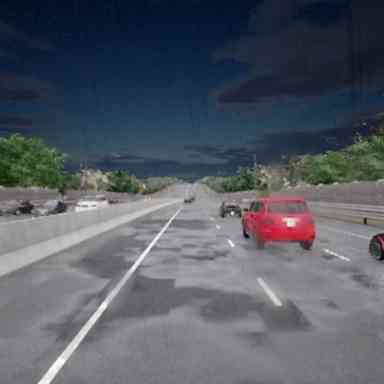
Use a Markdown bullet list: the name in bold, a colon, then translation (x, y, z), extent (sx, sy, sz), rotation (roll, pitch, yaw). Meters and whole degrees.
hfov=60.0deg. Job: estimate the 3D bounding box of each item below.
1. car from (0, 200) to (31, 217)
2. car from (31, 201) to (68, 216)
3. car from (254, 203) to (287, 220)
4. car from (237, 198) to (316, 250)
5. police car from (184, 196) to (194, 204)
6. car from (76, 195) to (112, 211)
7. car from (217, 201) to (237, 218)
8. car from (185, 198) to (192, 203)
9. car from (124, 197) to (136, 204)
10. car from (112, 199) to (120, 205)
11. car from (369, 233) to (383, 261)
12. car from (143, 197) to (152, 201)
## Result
- **car**: translation (-17.584, 1.640, 33.457), extent (1.837, 1.490, 4.892), rotation (0, 0, 0)
- **car**: translation (-14.086, 1.662, 33.752), extent (1.812, 1.442, 4.674), rotation (0, 0, 0)
- **car**: translation (7.106, 1.716, 30.604), extent (1.895, 1.301, 4.718), rotation (0, 0, 0)
- **car**: translation (3.603, 1.269, 14.752), extent (2.150, 2.045, 5.566), rotation (0, 0, 0)
- **police car**: translation (-1.034, 2.096, 81.853), extent (1.930, 1.638, 5.238), rotation (0, -1, 0)
- **car**: translation (-10.585, 1.369, 35.654), extent (2.150, 2.045, 5.566), rotation (0, 0, 0)
- **car**: translation (3.607, 1.629, 32.007), extent (1.837, 1.490, 4.892), rotation (0, 0, 0)
- **car**: translation (-1.032, 2.304, 91.749), extent (1.882, 1.535, 5.008), rotation (0, -1, 0)
- **car**: translation (-13.985, 1.877, 75.227), extent (2.097, 1.767, 4.553), rotation (0, -1, 0)
- **car**: translation (-17.485, 2.111, 73.779), extent (1.895, 1.301, 4.718), rotation (0, -1, 0)
- **car**: translation (7.102, 1.592, 9.798), extent (1.994, 1.385, 4.181), rotation (0, 0, 0)
- **car**: translation (-10.485, 1.825, 78.244), extent (1.882, 1.535, 5.008), rotation (0, -1, 0)
